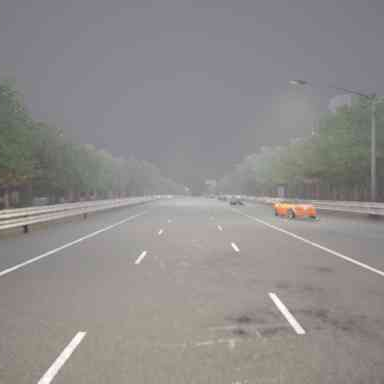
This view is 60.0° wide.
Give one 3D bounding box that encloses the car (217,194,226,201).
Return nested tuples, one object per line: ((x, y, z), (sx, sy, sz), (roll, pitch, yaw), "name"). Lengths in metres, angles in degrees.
((7.049, 1.318, 78.845), (2.097, 1.767, 4.553), (0, 0, 0), "car")

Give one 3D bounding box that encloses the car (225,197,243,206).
((6.989, 1.552, 53.641), (1.895, 1.301, 4.718), (0, 0, 0), "car")

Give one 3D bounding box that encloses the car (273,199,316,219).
((8.779, 1.343, 28.958), (2.097, 1.767, 4.553), (0, 0, -10), "car")
